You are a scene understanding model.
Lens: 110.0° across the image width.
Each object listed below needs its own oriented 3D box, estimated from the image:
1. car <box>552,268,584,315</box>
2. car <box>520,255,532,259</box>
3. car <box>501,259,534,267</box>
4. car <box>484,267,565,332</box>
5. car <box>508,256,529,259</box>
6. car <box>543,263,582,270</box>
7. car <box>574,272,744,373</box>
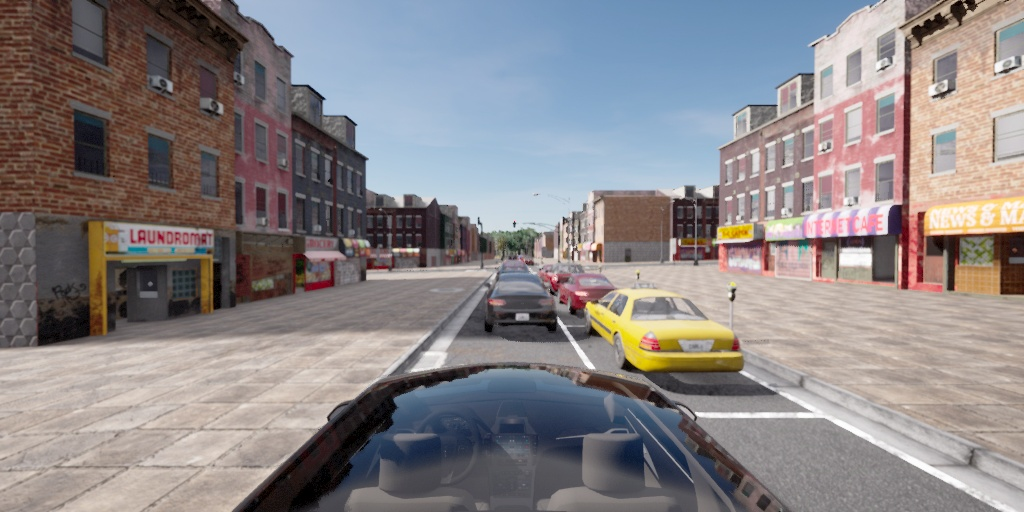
[{"bbox_3d":[2.656,1.243,12.749,1.802,1.307,4.207,0,0,0],"label":"car"},{"bbox_3d":[2.739,0.833,61.021,1.967,1.591,4.097,0,0,0],"label":"car"},{"bbox_3d":[0.118,1.106,19.084,2.128,1.511,4.902,0,0,0],"label":"car"},{"bbox_3d":[0.164,1.206,10.428,1.812,1.442,4.674,0,0,-2],"label":"car"},{"bbox_3d":[0.112,1.029,28.643,1.882,1.535,5.008,0,0,0],"label":"car"},{"bbox_3d":[2.666,1.061,18.215,1.967,1.591,4.097,0,0,0],"label":"car"},{"bbox_3d":[2.647,1.230,7.452,1.751,1.417,4.829,0,0,0],"label":"car"}]
